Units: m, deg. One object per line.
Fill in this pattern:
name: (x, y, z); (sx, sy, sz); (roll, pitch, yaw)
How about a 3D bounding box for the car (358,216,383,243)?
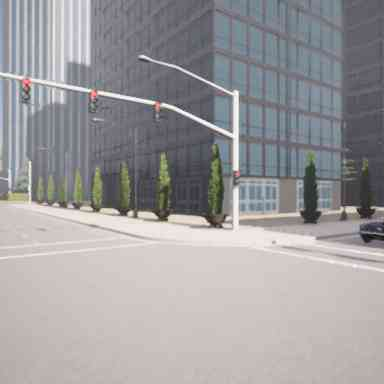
car: (9.572, 1.631, 15.106); (4.718, 1.301, 1.895); (0, 0, -35)
